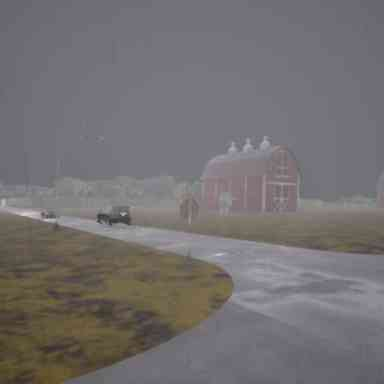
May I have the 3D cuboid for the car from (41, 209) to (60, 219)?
[{"bbox_3d":[-20.477,3.120,47.986,2.033,1.411,5.357,2,-3,-33],"label":"car"}]

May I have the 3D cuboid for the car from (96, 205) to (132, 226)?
[{"bbox_3d":[-8.045,2.376,34.043,2.150,2.045,5.566,2,-3,-33],"label":"car"}]
